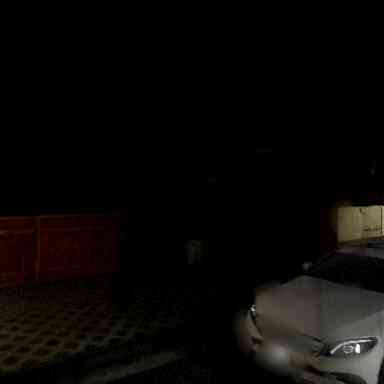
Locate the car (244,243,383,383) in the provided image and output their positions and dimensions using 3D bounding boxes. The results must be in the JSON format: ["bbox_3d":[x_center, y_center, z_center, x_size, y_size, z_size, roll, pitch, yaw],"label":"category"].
[{"bbox_3d":[2.900,1.583,5.142,4.674,1.442,1.812,1,0,-36],"label":"car"}]
